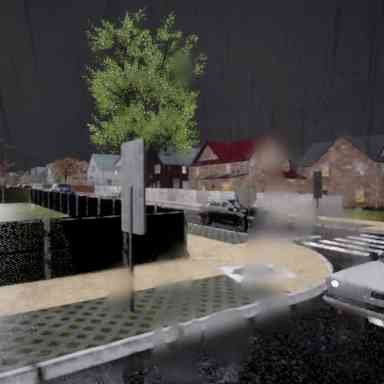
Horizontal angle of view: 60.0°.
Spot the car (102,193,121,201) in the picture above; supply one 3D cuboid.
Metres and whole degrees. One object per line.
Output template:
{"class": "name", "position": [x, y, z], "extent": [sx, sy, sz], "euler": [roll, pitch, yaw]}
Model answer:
{"class": "car", "position": [-6.421, 0.786, 29.933], "extent": [1.895, 1.301, 4.718], "euler": [0, 2, -35]}

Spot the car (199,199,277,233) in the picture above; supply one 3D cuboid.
{"class": "car", "position": [2.259, 1.137, 17.437], "extent": [2.128, 1.511, 4.902], "euler": [0, 2, -33]}

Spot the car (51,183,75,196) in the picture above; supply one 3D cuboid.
{"class": "car", "position": [-18.321, -0.228, 47.082], "extent": [2.150, 2.045, 5.566], "euler": [0, 2, -35]}

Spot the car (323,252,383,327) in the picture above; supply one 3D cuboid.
{"class": "car", "position": [4.538, 1.594, 6.197], "extent": [4.718, 1.301, 1.895], "euler": [-1, 1, -36]}
